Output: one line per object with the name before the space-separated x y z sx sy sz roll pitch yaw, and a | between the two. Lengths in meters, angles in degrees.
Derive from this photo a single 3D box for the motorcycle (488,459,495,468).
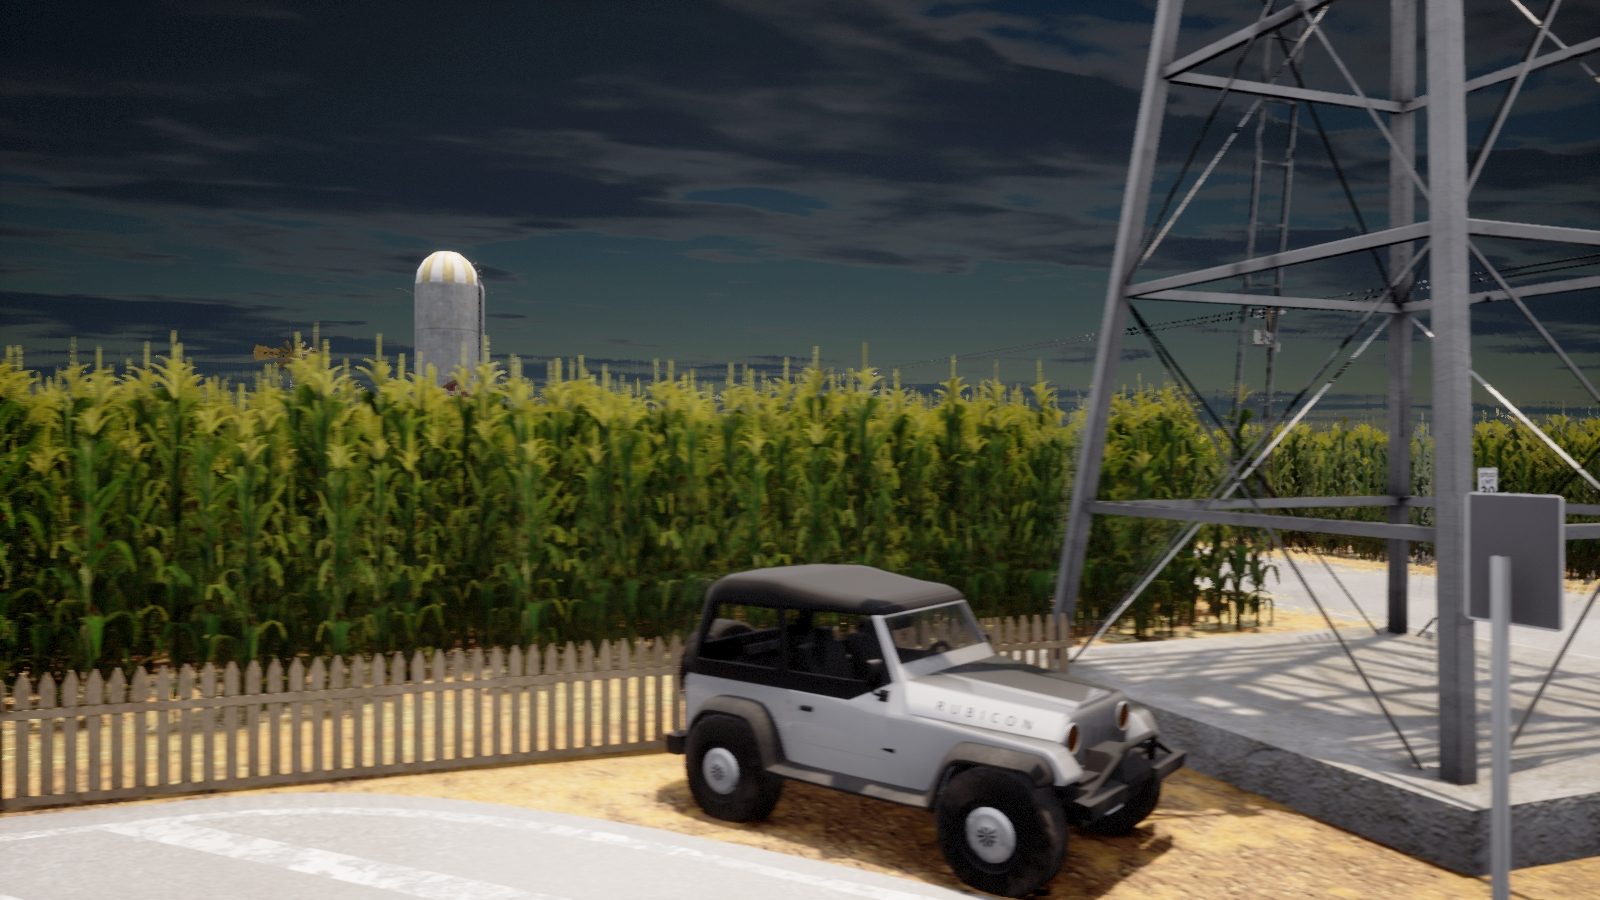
motorcycle | -48.661 2.155 180.158 0.764 1.307 2.356 0 0 -21
